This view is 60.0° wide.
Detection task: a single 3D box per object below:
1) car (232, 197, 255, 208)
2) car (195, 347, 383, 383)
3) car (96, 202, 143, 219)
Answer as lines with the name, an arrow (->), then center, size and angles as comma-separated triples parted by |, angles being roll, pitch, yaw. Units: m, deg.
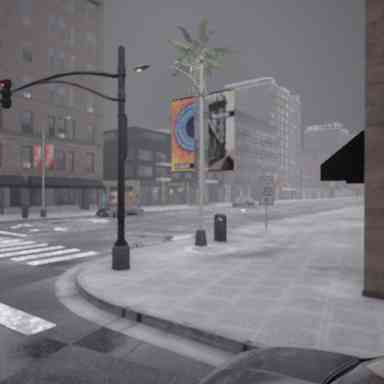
car -> 7.418, 1.516, 47.534 | 1.837, 1.490, 4.892 | 0, -1, 36
car -> 1.830, 1.553, 1.545 | 4.403, 1.369, 2.008 | 0, 0, 35
car -> -6.101, 1.524, 28.382 | 1.994, 1.385, 4.181 | 0, 0, 35
